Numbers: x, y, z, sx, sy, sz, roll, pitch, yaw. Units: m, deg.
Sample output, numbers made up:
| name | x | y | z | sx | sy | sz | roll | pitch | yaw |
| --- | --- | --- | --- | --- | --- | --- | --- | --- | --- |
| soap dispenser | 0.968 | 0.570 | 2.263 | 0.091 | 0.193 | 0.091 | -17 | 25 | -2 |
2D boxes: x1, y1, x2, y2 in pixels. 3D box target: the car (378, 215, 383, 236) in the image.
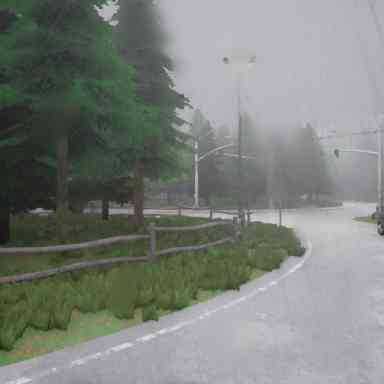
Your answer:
| name | x | y | z | sx | sy | sz | roll | pitch | yaw |
| --- | --- | --- | --- | --- | --- | --- | --- | --- | --- |
| car | 10.266 | 1.352 | 15.402 | 2.097 | 1.767 | 4.553 | 0 | 0 | 15 |
